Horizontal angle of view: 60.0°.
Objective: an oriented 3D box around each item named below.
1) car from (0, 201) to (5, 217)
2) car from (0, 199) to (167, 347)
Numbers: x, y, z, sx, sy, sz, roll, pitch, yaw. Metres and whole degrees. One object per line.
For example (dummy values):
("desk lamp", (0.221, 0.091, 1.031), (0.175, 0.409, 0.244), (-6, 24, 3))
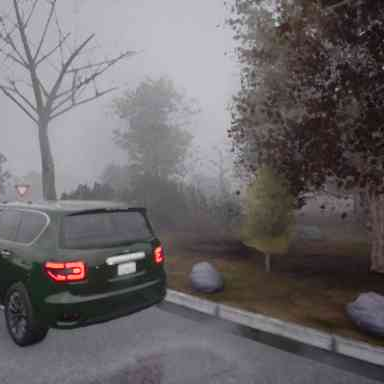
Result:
("car", (-19.215, 1.613, 31.196), (2.128, 1.511, 4.902), (0, -1, -20))
("car", (-2.912, 1.161, 6.524), (5.566, 2.045, 2.150), (1, 0, 42))
